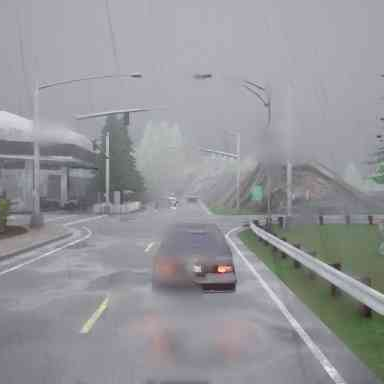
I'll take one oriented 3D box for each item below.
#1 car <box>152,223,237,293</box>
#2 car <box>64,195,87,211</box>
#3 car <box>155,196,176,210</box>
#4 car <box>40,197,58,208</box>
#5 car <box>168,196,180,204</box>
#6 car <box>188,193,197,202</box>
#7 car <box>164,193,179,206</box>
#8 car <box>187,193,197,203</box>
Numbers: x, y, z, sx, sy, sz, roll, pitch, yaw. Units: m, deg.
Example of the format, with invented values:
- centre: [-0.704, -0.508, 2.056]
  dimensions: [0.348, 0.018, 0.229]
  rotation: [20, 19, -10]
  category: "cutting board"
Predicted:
- centre: [0.075, 1.547, 8.975]
  dimensions: [2.033, 1.411, 5.357]
  rotation: [0, 0, 1]
  category: "car"
- centre: [-14.500, 1.313, 41.591]
  dimensions: [1.905, 1.878, 3.866]
  rotation: [0, 0, -1]
  category: "car"
- centre: [-3.567, 1.547, 42.267]
  dimensions: [2.033, 1.411, 5.357]
  rotation: [0, 0, 0]
  category: "car"
- centre: [-20.204, 1.480, 45.872]
  dimensions: [2.242, 1.667, 4.611]
  rotation: [0, 0, -1]
  category: "car"
- centre: [-3.499, 1.548, 64.704]
  dimensions: [2.033, 1.411, 5.357]
  rotation: [0, 0, 1]
  category: "car"
- centre: [0.046, 1.225, 81.130]
  dimensions: [2.150, 2.045, 5.566]
  rotation: [0, 0, -2]
  category: "car"
- centre: [-3.553, 1.221, 52.874]
  dimensions: [2.150, 2.045, 5.566]
  rotation: [0, 0, 0]
  category: "car"
- centre: [0.126, 1.478, 70.920]
  dimensions: [1.882, 1.535, 5.008]
  rotation: [0, 0, 0]
  category: "car"
